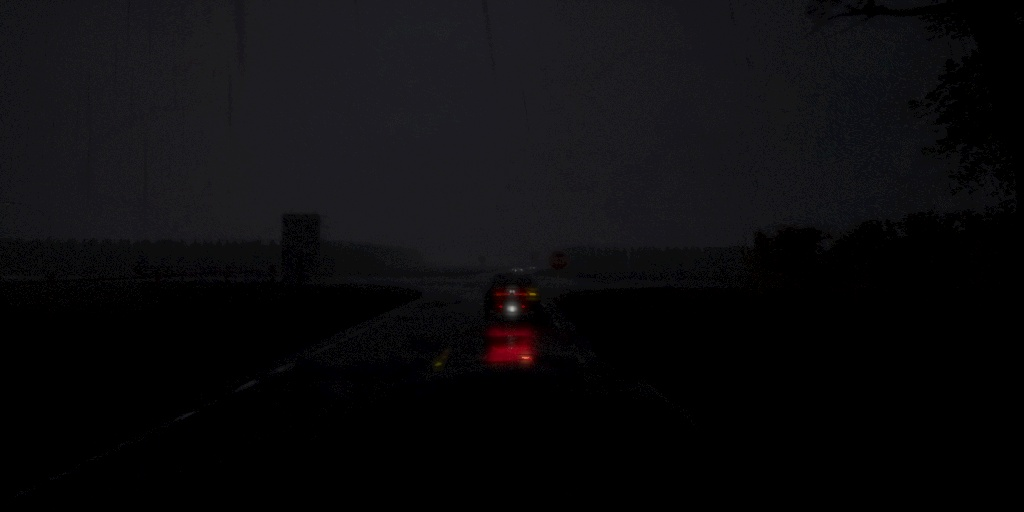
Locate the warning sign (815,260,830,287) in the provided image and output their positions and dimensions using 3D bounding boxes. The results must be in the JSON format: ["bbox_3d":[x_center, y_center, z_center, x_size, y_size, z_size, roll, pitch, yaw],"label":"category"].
[{"bbox_3d":[21.169,1.169,24.704,1.060,1.860,1.300,0,0,5],"label":"warning sign"}]

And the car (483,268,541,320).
[{"bbox_3d":[0.008,1.341,13.109,1.837,1.490,4.892,0,0,0],"label":"car"}]
